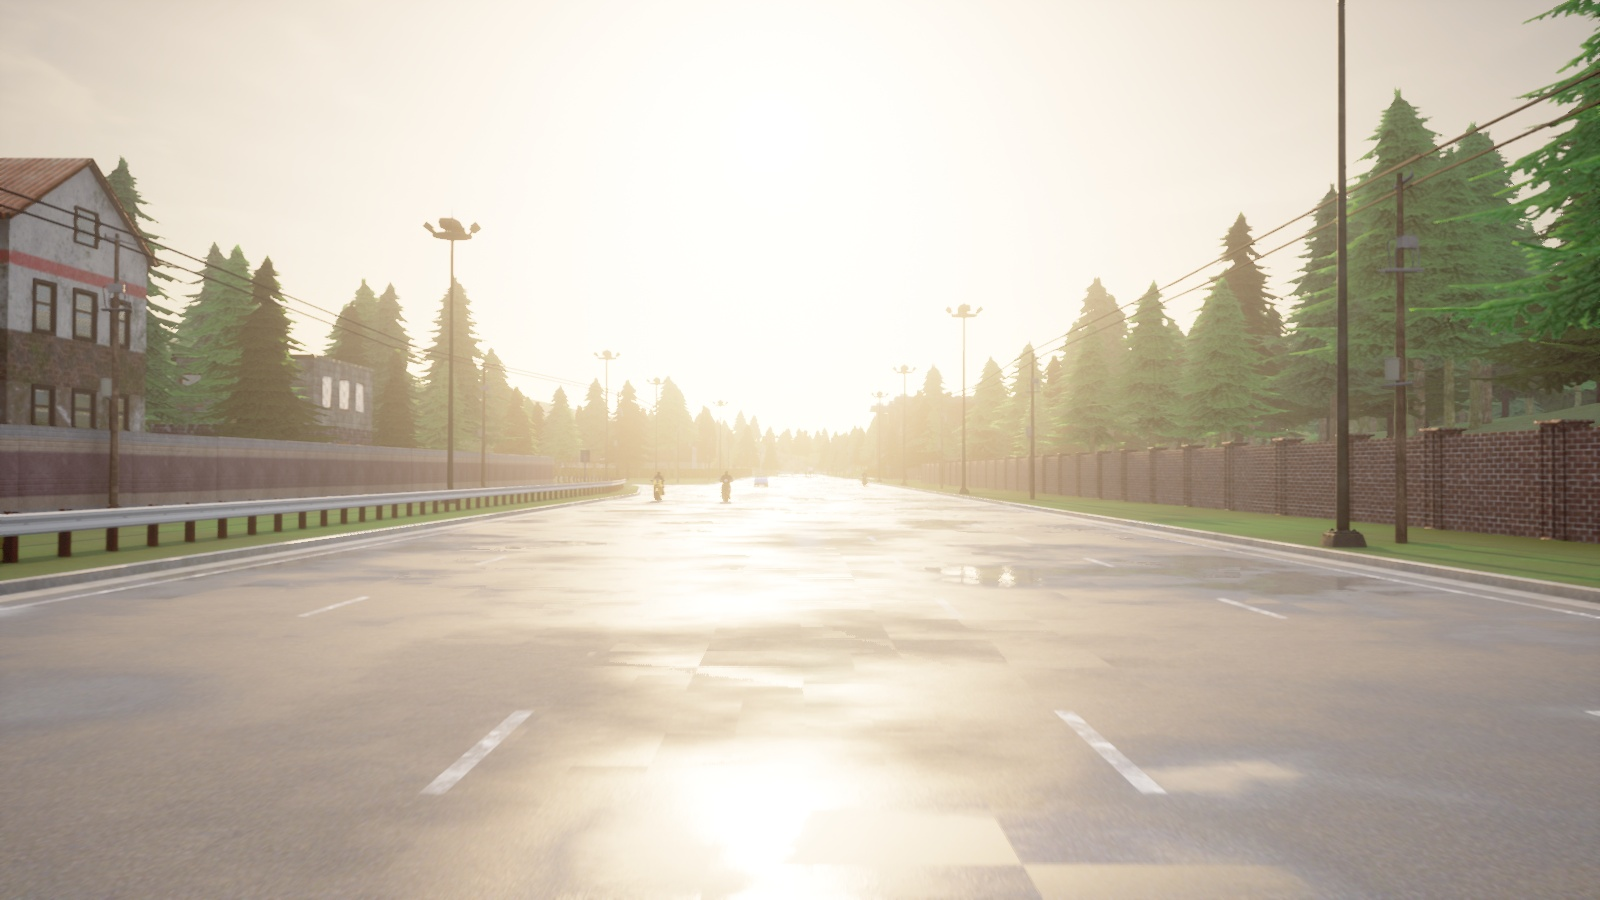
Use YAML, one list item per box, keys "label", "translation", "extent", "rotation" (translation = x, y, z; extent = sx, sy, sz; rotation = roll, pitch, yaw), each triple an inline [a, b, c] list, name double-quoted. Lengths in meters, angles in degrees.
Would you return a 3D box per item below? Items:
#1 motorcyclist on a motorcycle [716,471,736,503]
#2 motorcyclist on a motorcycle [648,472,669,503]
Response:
- label: "motorcyclist on a motorcycle"
  translation: [-3.649, 1.824, 62.172]
  extent: [0.866, 1.590, 1.817]
  rotation: [0, -1, 0]
- label: "motorcyclist on a motorcycle"
  translation: [-7.153, 1.888, 63.541]
  extent: [0.797, 1.523, 2.044]
  rotation: [0, 0, 0]
